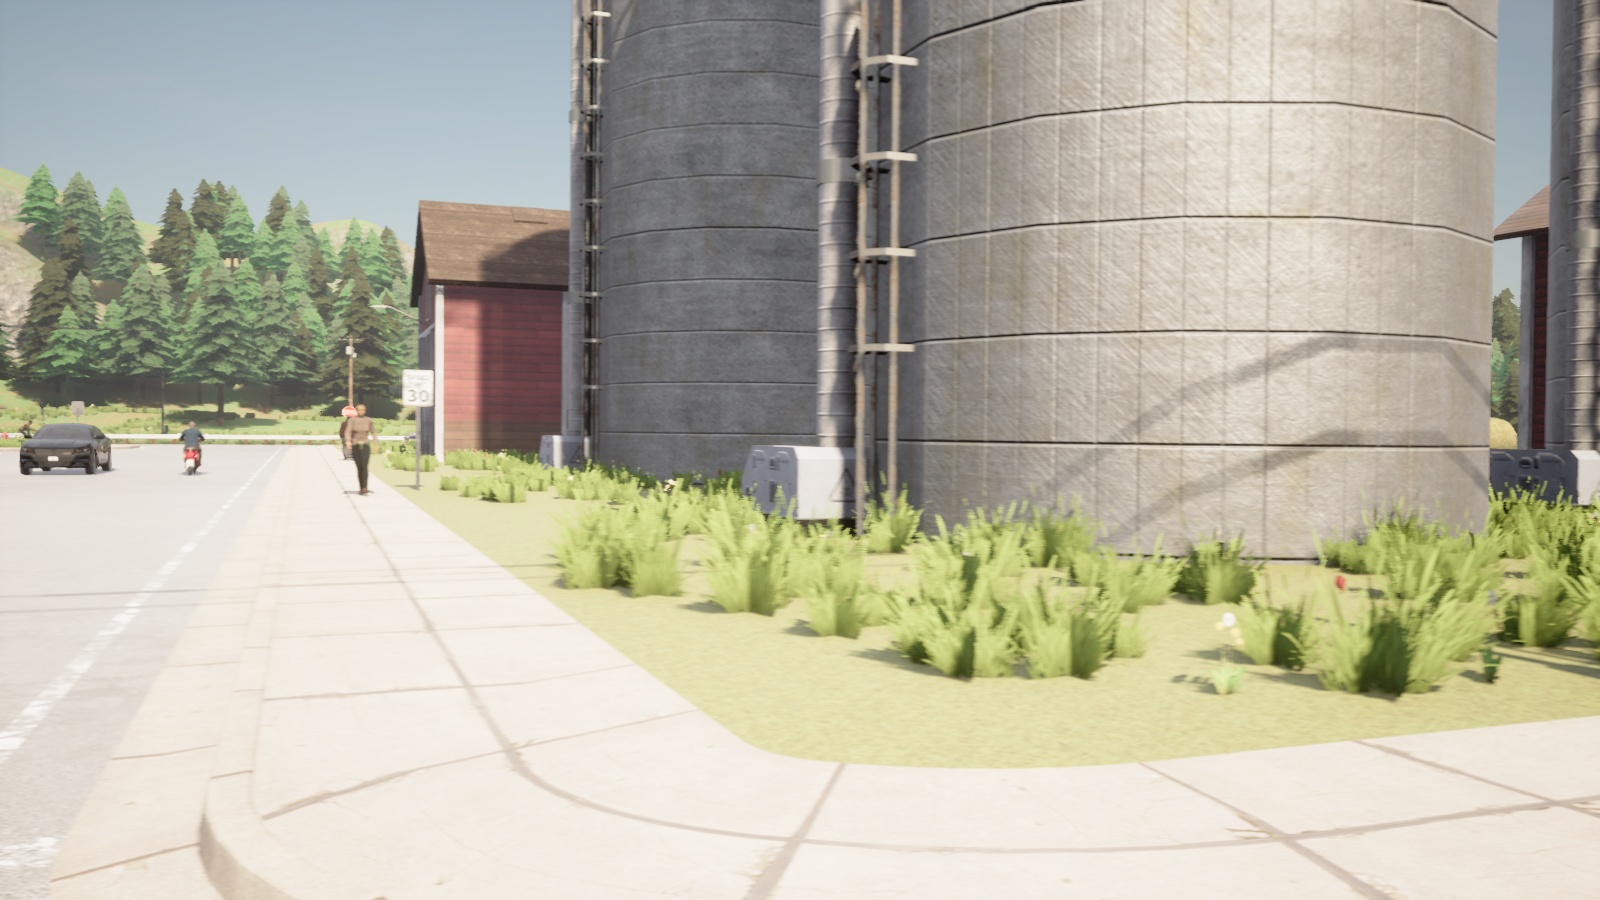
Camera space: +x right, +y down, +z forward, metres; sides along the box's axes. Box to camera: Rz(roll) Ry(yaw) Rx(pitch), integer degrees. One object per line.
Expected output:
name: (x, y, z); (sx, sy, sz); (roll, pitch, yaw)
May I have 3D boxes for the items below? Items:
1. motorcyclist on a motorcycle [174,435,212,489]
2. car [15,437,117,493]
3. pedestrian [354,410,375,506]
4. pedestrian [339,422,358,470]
motorcyclist on a motorcycle: (-18.211, 0.338, 37.726); (0.866, 1.590, 1.817); (-1, 1, -22)
car: (-22.036, 0.406, 37.879); (1.882, 1.535, 5.008); (-1, 1, -22)
pedestrian: (-8.459, 0.146, 24.409); (0.331, 1.846, 0.634); (-1, 1, -18)
pedestrian: (-17.447, -0.150, 48.537); (0.634, 1.844, 0.899); (-1, 1, -21)
